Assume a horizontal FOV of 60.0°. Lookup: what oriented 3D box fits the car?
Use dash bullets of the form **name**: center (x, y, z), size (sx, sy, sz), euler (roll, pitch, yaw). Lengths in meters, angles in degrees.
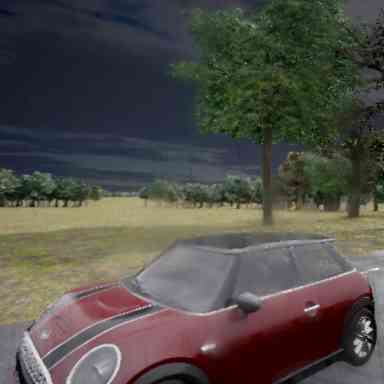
- **car**: center (0.330, 1.365, 4.227), size (4.553, 1.767, 2.097), euler (0, 0, -35)
